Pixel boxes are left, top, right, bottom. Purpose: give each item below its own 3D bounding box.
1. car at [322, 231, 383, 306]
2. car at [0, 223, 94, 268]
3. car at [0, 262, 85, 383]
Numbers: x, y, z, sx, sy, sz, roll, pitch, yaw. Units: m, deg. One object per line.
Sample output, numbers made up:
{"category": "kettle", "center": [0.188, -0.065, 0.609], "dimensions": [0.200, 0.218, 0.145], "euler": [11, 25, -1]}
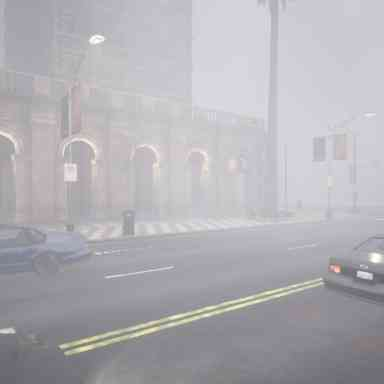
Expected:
{"category": "car", "center": [5.156, 1.547, 7.451], "dimensions": [5.357, 1.411, 2.033], "euler": [0, 0, -35]}
{"category": "car", "center": [-5.427, 1.548, 8.726], "dimensions": [5.357, 1.411, 2.033], "euler": [0, 0, -36]}
{"category": "car", "center": [-3.179, 1.548, 1.473], "dimensions": [5.357, 1.411, 2.033], "euler": [0, 0, -36]}
